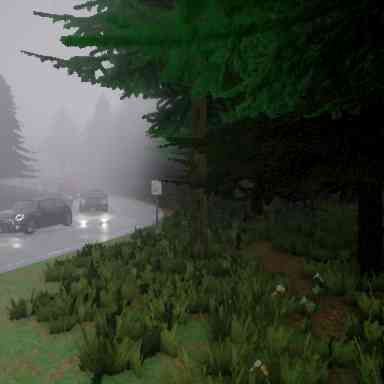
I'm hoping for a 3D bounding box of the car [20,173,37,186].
[{"bbox_3d":[-25.830,-2.127,52.412,2.150,2.045,5.566,0,5,-30],"label":"car"}]

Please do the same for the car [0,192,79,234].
[{"bbox_3d":[-8.505,1.138,17.854,2.097,1.767,4.553,0,2,15],"label":"car"}]

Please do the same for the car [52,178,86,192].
[{"bbox_3d":[-12.866,-0.410,36.609,5.566,2.045,2.150,7,5,44],"label":"car"}]

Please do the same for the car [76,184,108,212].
[{"bbox_3d":[-8.119,0.589,27.701,2.097,1.767,4.553,0,4,-14],"label":"car"}]

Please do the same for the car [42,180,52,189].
[{"bbox_3d":[-18.493,-0.951,45.360,4.892,1.490,1.837,6,4,38],"label":"car"}]
